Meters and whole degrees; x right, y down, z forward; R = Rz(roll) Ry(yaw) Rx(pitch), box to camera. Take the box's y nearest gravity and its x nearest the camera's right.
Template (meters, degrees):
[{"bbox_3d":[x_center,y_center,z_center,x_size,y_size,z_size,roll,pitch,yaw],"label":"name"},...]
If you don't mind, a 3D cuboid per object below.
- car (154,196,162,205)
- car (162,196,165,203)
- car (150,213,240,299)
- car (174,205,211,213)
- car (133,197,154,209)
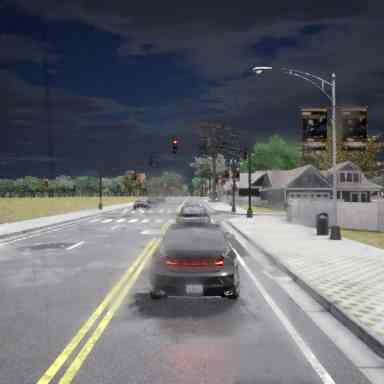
[{"bbox_3d":[-6.663,1.567,56.639,1.994,1.385,4.181,0,0,0],"label":"car"},{"bbox_3d":[-6.599,1.485,69.088,1.882,1.535,5.008,0,0,0],"label":"car"},{"bbox_3d":[0.071,1.510,8.451,1.837,1.490,4.892,0,0,1],"label":"car"},{"bbox_3d":[0.048,1.501,18.720,2.128,1.511,4.902,0,0,-2],"label":"car"},{"bbox_3d":[-6.663,1.573,45.001,1.994,1.385,4.181,0,0,0],"label":"car"}]
